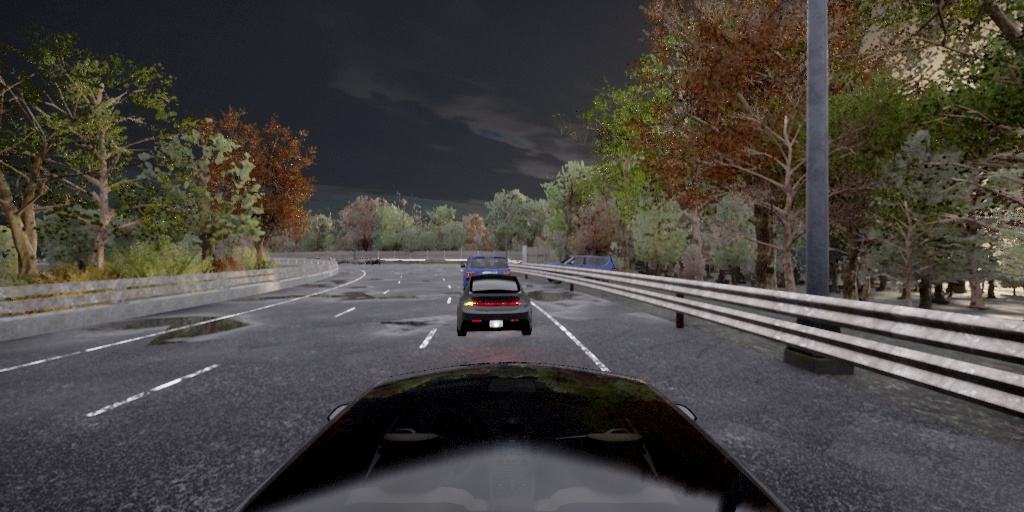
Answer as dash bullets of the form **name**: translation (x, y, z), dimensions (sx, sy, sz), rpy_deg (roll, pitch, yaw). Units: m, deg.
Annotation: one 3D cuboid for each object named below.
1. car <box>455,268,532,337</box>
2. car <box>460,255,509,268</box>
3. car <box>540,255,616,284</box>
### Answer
- **car**: translation (-0.560, 1.251, 10.347), dimensions (1.837, 1.490, 4.892), rpy_deg (0, 0, -5)
- **car**: translation (-1.333, 0.965, 17.823), dimensions (2.150, 2.045, 5.566), rpy_deg (0, 0, -8)
- **car**: translation (4.823, 0.945, 26.142), dimensions (5.566, 2.045, 2.150), rpy_deg (3, 1, -9)
